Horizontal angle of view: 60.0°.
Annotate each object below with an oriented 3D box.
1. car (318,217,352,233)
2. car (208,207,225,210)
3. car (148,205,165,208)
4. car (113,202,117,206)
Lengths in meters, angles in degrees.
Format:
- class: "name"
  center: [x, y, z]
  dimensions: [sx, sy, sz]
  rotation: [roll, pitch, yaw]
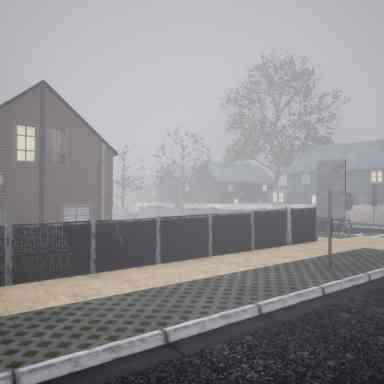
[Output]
- class: "car"
  center: [7.868, 1.798, 21.482]
  dimensions: [1.812, 1.442, 4.674]
  rotation: [1, -2, -35]
- class: "car"
  center: [2.145, 2.077, 29.567]
  dimensions: [1.994, 1.385, 4.181]
  rotation: [1, -2, -35]
- class: "car"
  center: [-3.889, 2.272, 38.082]
  dimensions: [1.837, 1.490, 4.892]
  rotation: [1, -2, -36]
- class: "car"
  center: [-12.999, 2.439, 51.111]
  dimensions: [2.150, 2.045, 5.566]
  rotation: [1, -2, -35]
